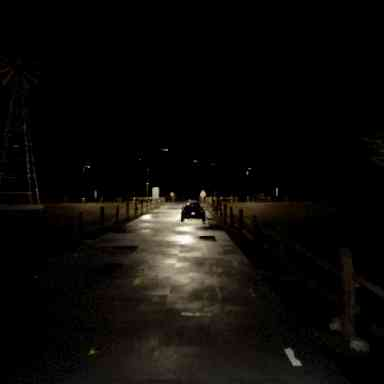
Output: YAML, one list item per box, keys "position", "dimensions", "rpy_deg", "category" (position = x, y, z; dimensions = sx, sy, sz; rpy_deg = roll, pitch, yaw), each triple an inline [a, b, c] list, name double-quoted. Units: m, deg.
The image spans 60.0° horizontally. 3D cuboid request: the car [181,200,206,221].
- position: [0.088, 1.610, 27.434]
  dimensions: [1.994, 1.385, 4.181]
  rpy_deg: [0, 0, 0]
  category: "car"
